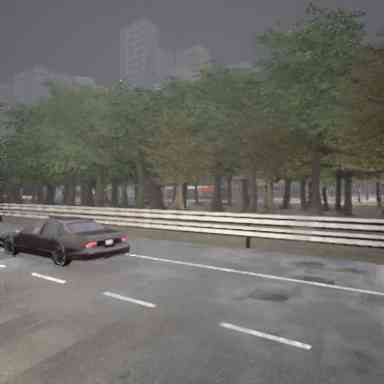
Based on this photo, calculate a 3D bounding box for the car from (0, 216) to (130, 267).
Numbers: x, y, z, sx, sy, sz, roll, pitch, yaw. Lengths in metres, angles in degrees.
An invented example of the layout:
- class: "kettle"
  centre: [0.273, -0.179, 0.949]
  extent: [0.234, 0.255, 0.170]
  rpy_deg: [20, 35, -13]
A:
- class: "car"
  centre: [-4.517, 1.550, 11.391]
  extent: [5.357, 1.411, 2.033]
  rpy_deg: [0, 0, 36]
